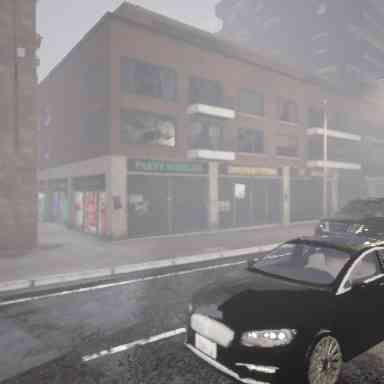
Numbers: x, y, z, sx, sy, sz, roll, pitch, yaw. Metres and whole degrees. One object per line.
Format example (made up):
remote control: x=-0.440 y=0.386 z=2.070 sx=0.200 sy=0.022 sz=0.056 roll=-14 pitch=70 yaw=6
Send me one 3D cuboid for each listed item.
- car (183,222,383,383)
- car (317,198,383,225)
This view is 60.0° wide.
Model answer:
car: x=2.137 y=1.502 z=5.260 sx=4.902 sy=1.511 sz=2.128 roll=0 pitch=0 yaw=-36
car: x=7.132 y=1.243 z=12.999 sx=5.566 sy=2.045 sz=2.150 roll=1 pitch=-1 yaw=-37
